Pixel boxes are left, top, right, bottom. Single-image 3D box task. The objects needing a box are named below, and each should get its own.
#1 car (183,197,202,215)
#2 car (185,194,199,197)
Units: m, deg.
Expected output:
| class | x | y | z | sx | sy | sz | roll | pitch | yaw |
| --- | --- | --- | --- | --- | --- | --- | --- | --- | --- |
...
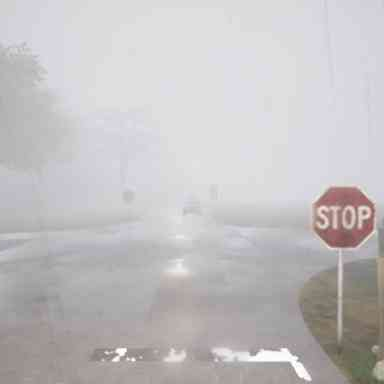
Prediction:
| class | x | y | z | sx | sy | sz | roll | pitch | yaw |
| --- | --- | --- | --- | --- | --- | --- | --- | --- | --- |
| car | 0.049 | 1.548 | 33.302 | 2.033 | 1.411 | 5.357 | 0 | 0 | 0 |
| car | 0.007 | 1.304 | 60.866 | 2.150 | 2.045 | 5.566 | 0 | 0 | 0 |
